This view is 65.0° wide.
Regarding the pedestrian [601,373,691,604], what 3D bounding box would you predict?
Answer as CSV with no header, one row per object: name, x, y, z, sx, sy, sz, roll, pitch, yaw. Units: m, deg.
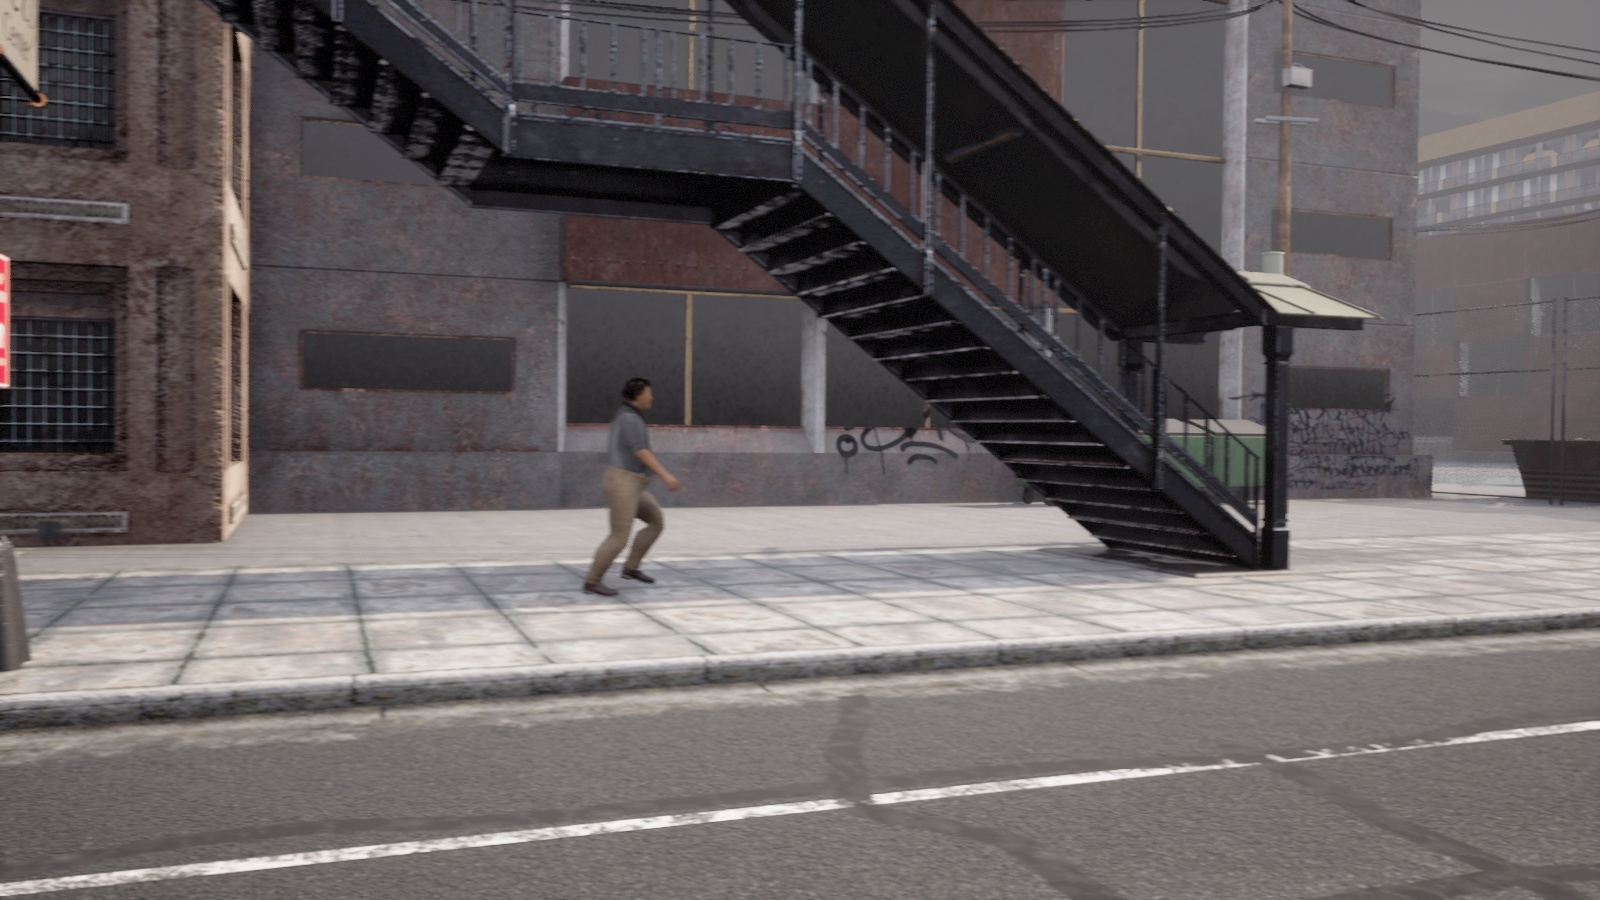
pedestrian,-1.277,0.300,10.353,0.694,1.848,0.540,-1,1,-10
